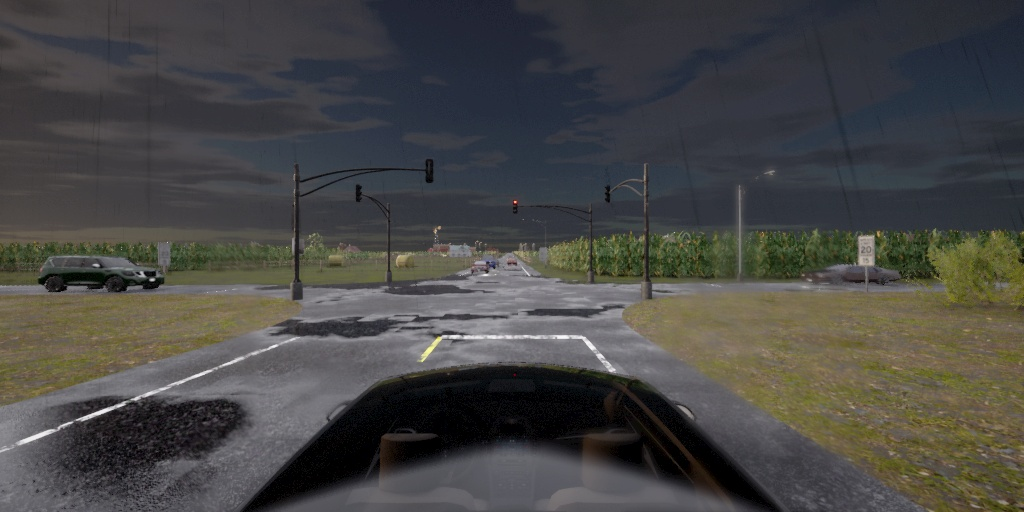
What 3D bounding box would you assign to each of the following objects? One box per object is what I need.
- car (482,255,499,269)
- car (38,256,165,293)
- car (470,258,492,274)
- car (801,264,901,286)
[{"bbox_3d":[-3.591,0.921,54.186,2.150,2.045,5.566,0,0,0],"label":"car"},{"bbox_3d":[-23.441,1.003,20.590,5.566,2.045,2.150,0,0,0],"label":"car"},{"bbox_3d":[-3.602,1.247,41.255,1.812,1.442,4.674,0,0,0],"label":"car"},{"bbox_3d":[22.535,1.226,23.915,5.357,1.411,2.033,0,0,0],"label":"car"}]
